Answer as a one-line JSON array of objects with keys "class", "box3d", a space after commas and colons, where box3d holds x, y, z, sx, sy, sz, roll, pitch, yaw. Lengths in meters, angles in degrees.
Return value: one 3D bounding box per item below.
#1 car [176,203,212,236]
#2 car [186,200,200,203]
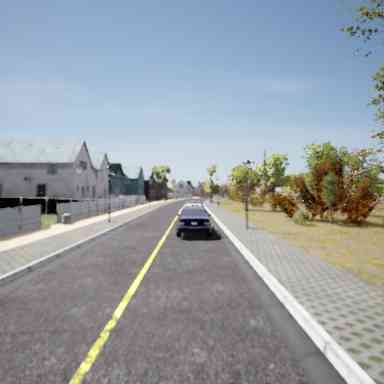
[{"class": "car", "box3d": [0.104, 1.551, 18.435, 2.033, 1.411, 5.357, 0, 0, 0]}, {"class": "car", "box3d": [0.107, 1.605, 37.862, 1.895, 1.301, 4.718, 0, 0, 0]}]
